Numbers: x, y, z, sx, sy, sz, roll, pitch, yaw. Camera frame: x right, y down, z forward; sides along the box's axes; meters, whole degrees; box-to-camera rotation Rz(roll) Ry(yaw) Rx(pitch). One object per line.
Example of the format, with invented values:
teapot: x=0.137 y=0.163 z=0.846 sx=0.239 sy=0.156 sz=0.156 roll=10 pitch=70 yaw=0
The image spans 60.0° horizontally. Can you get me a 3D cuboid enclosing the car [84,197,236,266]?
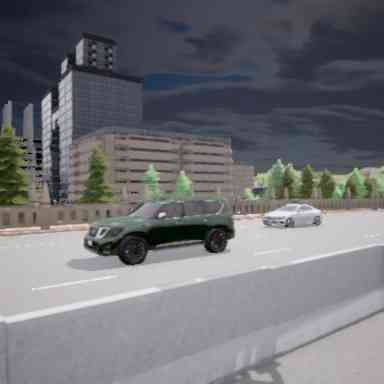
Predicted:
car: x=-0.922 y=1.219 z=11.947 sx=5.566 sy=2.045 sz=2.150 roll=0 pitch=0 yaw=-36

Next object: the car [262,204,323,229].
car: x=6.641 y=1.496 z=21.662 sx=4.674 sy=1.442 sz=1.812 roll=0 pitch=0 yaw=-36
